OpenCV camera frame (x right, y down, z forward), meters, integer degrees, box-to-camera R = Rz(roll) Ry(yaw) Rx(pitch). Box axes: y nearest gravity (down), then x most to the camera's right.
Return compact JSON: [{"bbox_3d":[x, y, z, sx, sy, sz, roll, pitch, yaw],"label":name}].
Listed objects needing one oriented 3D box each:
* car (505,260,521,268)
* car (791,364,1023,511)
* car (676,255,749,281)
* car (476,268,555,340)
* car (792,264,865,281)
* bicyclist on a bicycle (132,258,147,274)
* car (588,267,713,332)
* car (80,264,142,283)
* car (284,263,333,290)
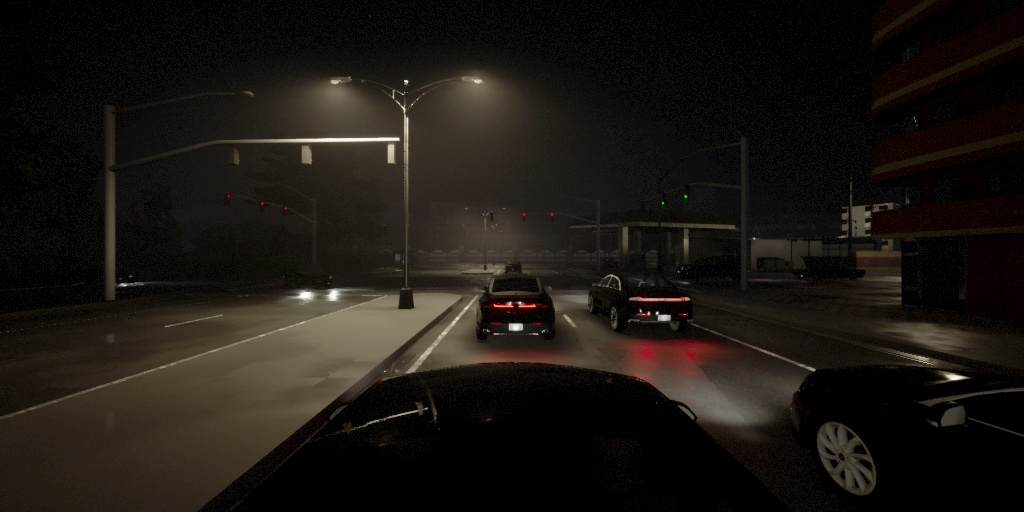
[{"bbox_3d":[0.138,1.241,42.114,2.128,1.511,4.902,0,0,1],"label":"car"},{"bbox_3d":[3.600,1.255,1.452,1.837,1.490,4.892,0,0,0],"label":"car"},{"bbox_3d":[16.627,0.972,29.858,5.566,2.045,2.150,0,0,-1],"label":"car"},{"bbox_3d":[0.094,1.255,10.004,1.837,1.490,4.892,0,0,0],"label":"car"},{"bbox_3d":[26.414,1.351,30.001,4.718,1.301,1.895,0,0,-1],"label":"car"},{"bbox_3d":[-38.235,1.053,36.726,0.582,1.620,1.656,0,0,0],"label":"bicyclist on a bicycle"},{"bbox_3d":[3.601,1.242,10.860,2.128,1.511,4.902,0,0,0],"label":"car"},{"bbox_3d":[-29.946,1.314,26.294,4.181,1.385,1.994,0,0,0],"label":"car"},{"bbox_3d":[-13.107,1.228,22.981,1.882,1.535,5.008,2,-2,-44],"label":"car"}]
